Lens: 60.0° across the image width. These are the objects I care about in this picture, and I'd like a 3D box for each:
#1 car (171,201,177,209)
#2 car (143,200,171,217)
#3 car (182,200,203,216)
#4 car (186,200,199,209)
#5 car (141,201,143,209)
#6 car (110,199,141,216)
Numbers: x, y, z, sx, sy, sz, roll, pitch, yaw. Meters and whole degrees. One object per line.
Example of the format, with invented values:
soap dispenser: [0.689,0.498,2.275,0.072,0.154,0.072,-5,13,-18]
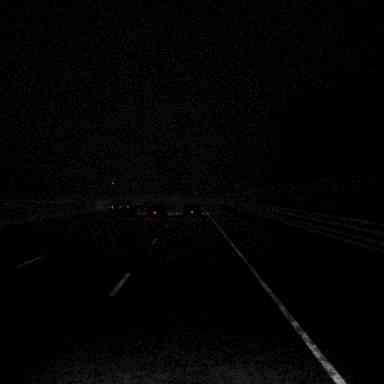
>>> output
car: [-3.414,1.980,51.726,1.895,1.301,4.718,0,-1,0]
car: [-3.472,1.695,33.703,1.837,1.490,4.892,0,-1,0]
car: [0.035,1.705,34.564,1.837,1.490,4.892,0,0,1]
car: [0.089,1.955,52.623,1.994,1.385,4.181,0,-1,0]
car: [-6.914,1.942,51.638,1.994,1.385,4.181,0,-1,0]
car: [-6.965,1.550,34.528,2.097,1.767,4.553,0,-1,1]
